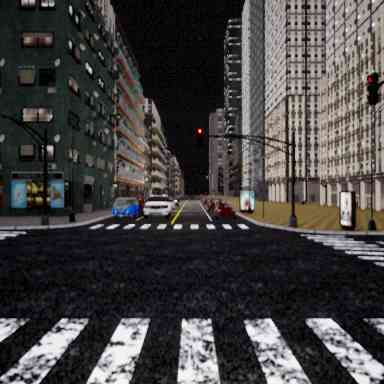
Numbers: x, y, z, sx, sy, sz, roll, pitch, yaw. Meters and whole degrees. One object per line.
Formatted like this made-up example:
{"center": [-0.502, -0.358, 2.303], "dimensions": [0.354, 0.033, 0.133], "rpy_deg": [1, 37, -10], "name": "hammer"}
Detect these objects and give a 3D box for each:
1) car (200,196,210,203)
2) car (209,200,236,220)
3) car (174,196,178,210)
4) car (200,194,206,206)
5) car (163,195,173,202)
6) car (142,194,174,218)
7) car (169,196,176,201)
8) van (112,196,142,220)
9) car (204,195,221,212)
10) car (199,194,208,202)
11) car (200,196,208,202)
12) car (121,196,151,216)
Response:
{"center": [2.803, 1.635, 72.724], "dimensions": [1.887, 1.381, 4.507], "rpy_deg": [0, 0, 0], "name": "car"}
{"center": [2.738, 1.609, 28.502], "dimensions": [1.802, 1.307, 4.206], "rpy_deg": [0, 0, 0], "name": "car"}
{"center": [-3.031, 1.567, 41.034], "dimensions": [1.812, 1.442, 4.674], "rpy_deg": [0, 0, 0], "name": "car"}
{"center": [2.779, 1.502, 56.141], "dimensions": [1.967, 1.590, 4.097], "rpy_deg": [0, 0, 0], "name": "car"}
{"center": [-5.569, 1.540, 78.264], "dimensions": [1.967, 1.590, 4.097], "rpy_deg": [0, 0, 0], "name": "car"}
{"center": [-3.060, 1.251, 30.353], "dimensions": [2.150, 2.045, 5.566], "rpy_deg": [0, 0, -1], "name": "car"}
{"center": [-5.546, 1.698, 94.847], "dimensions": [1.947, 1.339, 4.313], "rpy_deg": [0, 0, 0], "name": "car"}
{"center": [-5.641, 1.368, 28.516], "dimensions": [1.690, 1.788, 3.998], "rpy_deg": [0, 0, 0], "name": "van"}
{"center": [2.755, 1.480, 39.558], "dimensions": [1.967, 1.590, 4.097], "rpy_deg": [0, 0, 0], "name": "car"}
{"center": [2.820, 1.425, 83.779], "dimensions": [2.192, 1.841, 5.009], "rpy_deg": [0, 0, 0], "name": "car"}
{"center": [2.811, 1.682, 78.251], "dimensions": [1.802, 1.307, 4.206], "rpy_deg": [0, 0, 0], "name": "car"}
{"center": [-5.633, 1.349, 34.044], "dimensions": [2.192, 1.841, 5.009], "rpy_deg": [0, 0, 0], "name": "car"}
